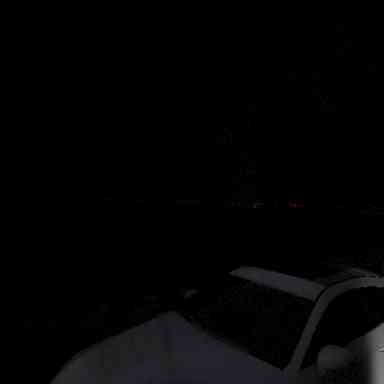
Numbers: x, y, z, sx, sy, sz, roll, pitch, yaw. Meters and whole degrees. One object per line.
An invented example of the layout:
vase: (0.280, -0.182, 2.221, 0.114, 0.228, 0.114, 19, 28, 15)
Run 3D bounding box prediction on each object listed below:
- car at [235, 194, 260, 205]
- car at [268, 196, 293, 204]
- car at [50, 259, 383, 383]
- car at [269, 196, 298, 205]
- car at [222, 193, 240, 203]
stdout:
car: (11.177, 1.675, 65.022, 1.812, 1.442, 4.674, 0, 0, -35)
car: (17.741, 1.607, 67.077, 1.837, 1.490, 4.892, 0, 0, -35)
car: (0.961, 1.526, 3.450, 4.674, 1.442, 1.812, 0, 0, -36)
car: (17.350, 1.625, 61.992, 1.837, 1.490, 4.892, 0, 0, -35)
car: (8.172, 1.567, 74.854, 2.128, 1.511, 4.902, 0, 0, -36)
